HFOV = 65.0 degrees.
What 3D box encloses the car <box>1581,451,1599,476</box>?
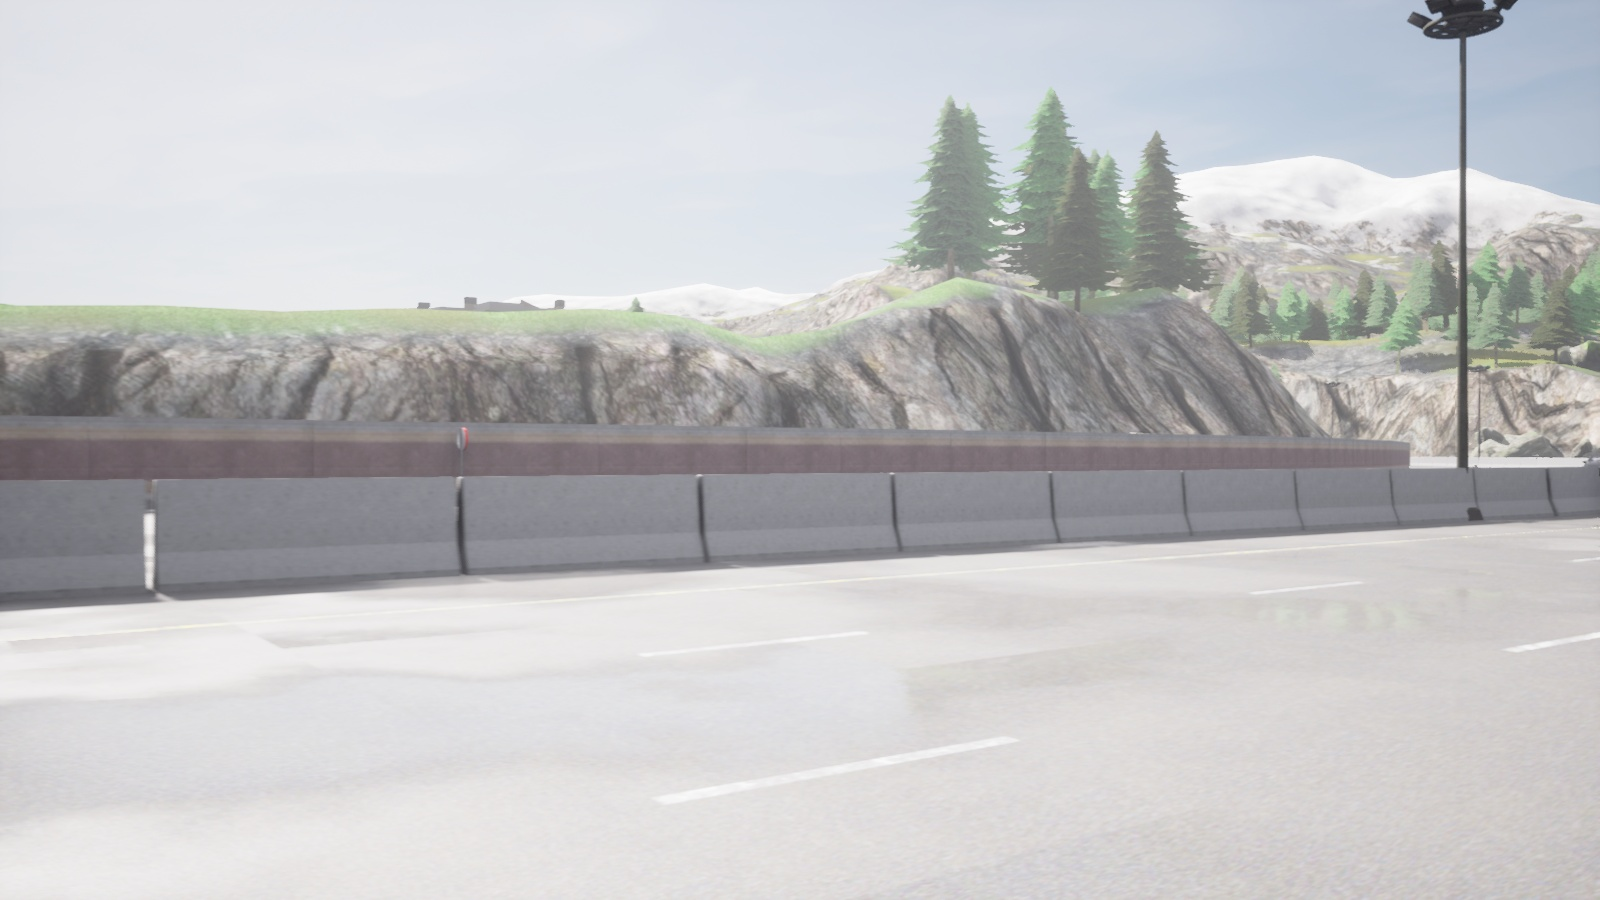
[{"bbox_3d":[48.847,0.801,76.506,2.128,1.511,4.902,0,0,32],"label":"car"}]
